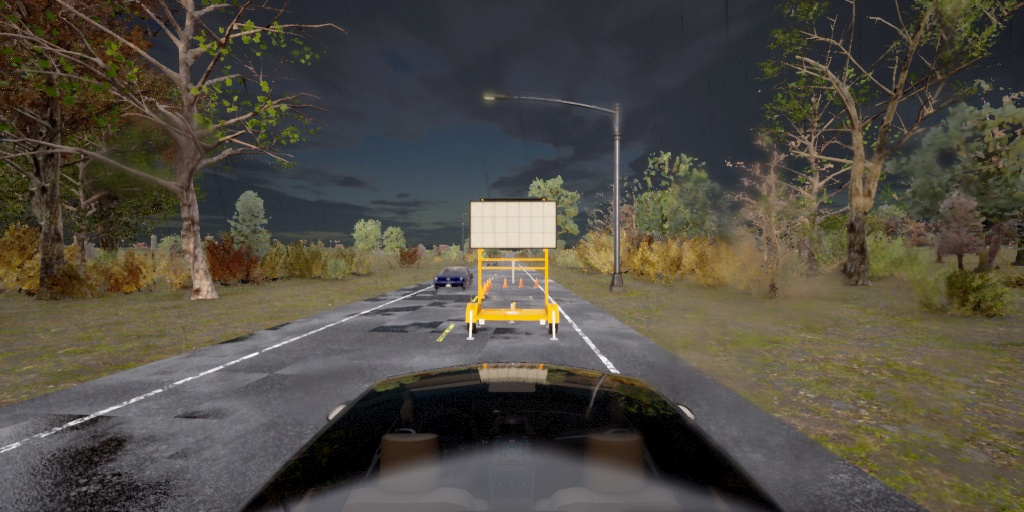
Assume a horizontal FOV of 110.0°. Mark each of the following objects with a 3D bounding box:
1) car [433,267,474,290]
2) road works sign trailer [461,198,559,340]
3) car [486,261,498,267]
[{"bbox_3d":[-3.550,1.342,22.230,1.895,1.301,4.718,0,0,0],"label":"car"},{"bbox_3d":[0.038,0.211,9.951,2.380,3.560,2.880,0,0,1],"label":"road works sign trailer"},{"bbox_3d":[-3.615,1.219,64.922,1.837,1.490,4.892,0,0,0],"label":"car"}]
